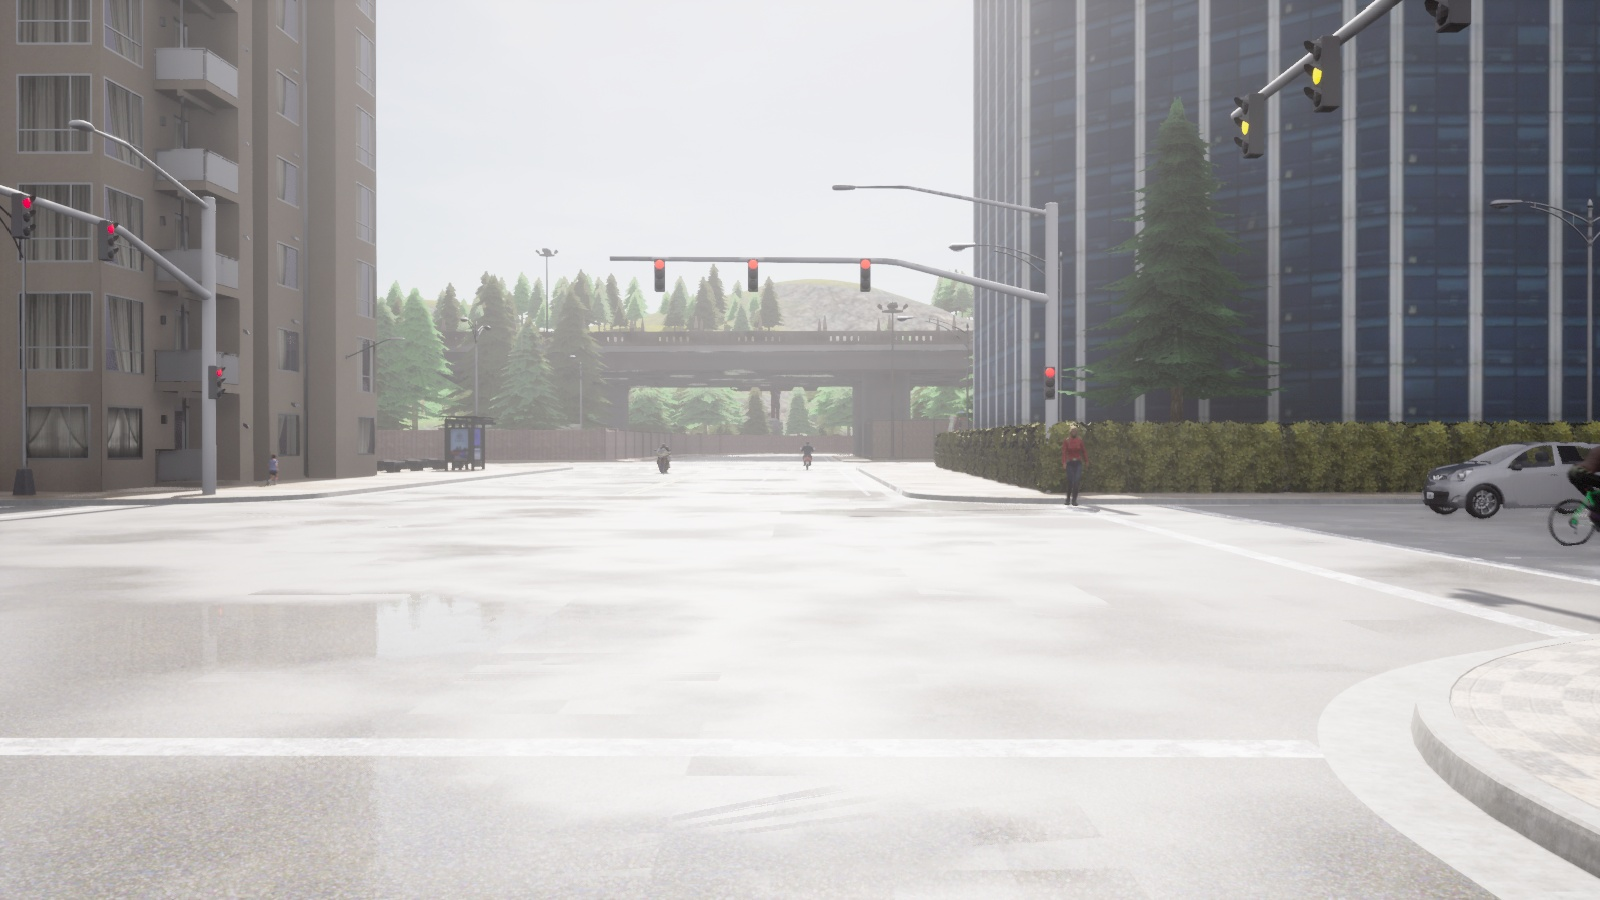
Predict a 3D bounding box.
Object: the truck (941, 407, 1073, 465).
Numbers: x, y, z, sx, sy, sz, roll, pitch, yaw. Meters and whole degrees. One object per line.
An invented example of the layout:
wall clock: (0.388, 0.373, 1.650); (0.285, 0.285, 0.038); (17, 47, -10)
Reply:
truck: (14.019, -0.945, 85.445); (8.468, 3.827, 2.891); (0, 0, 0)

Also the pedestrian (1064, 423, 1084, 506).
pedestrian: (6.166, 0.330, 28.257); (0.331, 1.846, 0.636); (0, 0, 1)

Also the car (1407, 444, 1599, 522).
car: (14.359, 0.631, 24.997); (3.633, 1.501, 1.845); (0, 0, 0)

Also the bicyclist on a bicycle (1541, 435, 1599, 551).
bicyclist on a bicycle: (11.617, 0.607, 17.984); (1.656, 1.620, 0.582); (0, 0, 0)

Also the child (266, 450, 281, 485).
child: (-16.593, 0.548, 39.569); (0.255, 1.110, 0.394); (0, 0, 7)

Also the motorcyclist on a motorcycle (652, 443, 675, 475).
motorcyclist on a motorcycle: (-6.652, 0.430, 61.254); (0.866, 1.530, 2.191); (0, 0, 0)
